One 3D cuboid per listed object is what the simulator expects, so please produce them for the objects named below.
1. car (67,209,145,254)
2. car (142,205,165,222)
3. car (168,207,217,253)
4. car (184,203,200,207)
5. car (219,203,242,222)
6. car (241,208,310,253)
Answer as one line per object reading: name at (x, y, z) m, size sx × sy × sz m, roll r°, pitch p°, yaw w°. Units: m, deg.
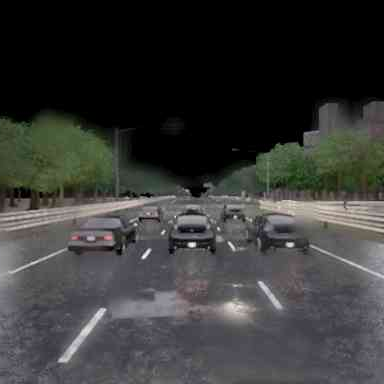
car at (-3.490, 1.679, 14.001) m, size 2.033 × 1.411 × 5.357 m, roll 0°, pitch -1°, yaw 0°
car at (-3.481, 1.814, 28.999) m, size 2.033 × 1.411 × 5.357 m, roll 0°, pitch 0°, yaw 0°
car at (0.014, 1.643, 14.289) m, size 1.837 × 1.490 × 4.892 m, roll 0°, pitch 0°, yaw 0°
car at (0.024, 1.778, 29.301) m, size 1.837 × 1.490 × 4.892 m, roll 0°, pitch 0°, yaw 0°
car at (3.524, 1.778, 29.302) m, size 1.837 × 1.490 × 4.892 m, roll 0°, pitch 0°, yaw 0°
car at (3.514, 1.644, 14.305) m, size 1.837 × 1.490 × 4.892 m, roll 0°, pitch 0°, yaw 0°
